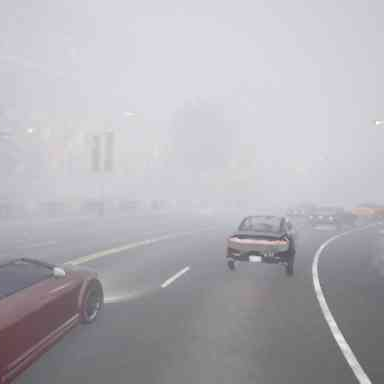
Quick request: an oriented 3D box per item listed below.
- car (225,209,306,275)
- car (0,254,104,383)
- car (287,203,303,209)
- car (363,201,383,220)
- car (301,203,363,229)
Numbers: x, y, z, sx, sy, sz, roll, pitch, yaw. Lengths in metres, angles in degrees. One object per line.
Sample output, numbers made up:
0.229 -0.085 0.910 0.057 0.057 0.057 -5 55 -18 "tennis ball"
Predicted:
2.403 1.492 10.650 2.128 1.511 4.902 1 0 19 "car"
-2.798 1.514 4.479 1.994 1.385 4.181 1 0 8 "car"
9.711 1.601 27.919 2.033 1.411 5.357 1 0 41 "car"
16.209 1.592 30.241 1.801 1.575 5.366 1 0 41 "car"
9.451 1.614 22.237 2.033 1.411 5.357 1 0 40 "car"
